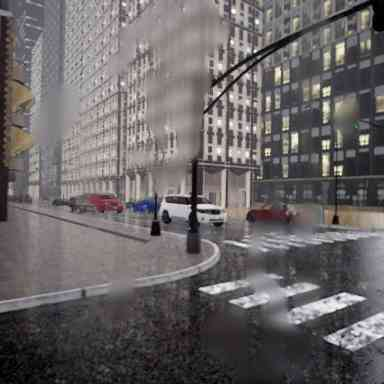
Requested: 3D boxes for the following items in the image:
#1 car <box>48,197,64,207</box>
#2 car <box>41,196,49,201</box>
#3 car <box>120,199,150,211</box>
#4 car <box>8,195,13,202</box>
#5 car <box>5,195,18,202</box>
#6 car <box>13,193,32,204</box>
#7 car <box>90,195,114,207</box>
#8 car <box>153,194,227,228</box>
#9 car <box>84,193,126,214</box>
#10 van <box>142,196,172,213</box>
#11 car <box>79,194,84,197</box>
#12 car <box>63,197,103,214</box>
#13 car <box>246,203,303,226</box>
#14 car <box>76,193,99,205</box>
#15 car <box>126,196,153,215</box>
[{"bbox_3d":[-19.553,1.518,49.790,1.994,1.385,4.181,1,-1,-35],"label":"car"},{"bbox_3d":[-36.773,1.584,83.816,1.802,1.307,4.206,1,-1,-35],"label":"car"},{"bbox_3d":[-7.306,1.598,42.390,2.008,1.369,4.403,2,-1,-35],"label":"car"},{"bbox_3d":[-37.052,1.405,69.754,1.947,1.339,4.313,1,-1,-35],"label":"car"},{"bbox_3d":[-40.325,1.386,74.357,2.008,1.369,4.403,1,-1,-35],"label":"car"},{"bbox_3d":[-30.500,1.163,60.551,2.192,1.841,5.009,1,-1,-35],"label":"car"},{"bbox_3d":[-14.424,1.394,53.132,2.097,1.767,4.553,1,-1,-35],"label":"car"},{"bbox_3d":[-0.085,1.180,22.260,2.150,2.045,5.566,1,-1,-35],"label":"car"},{"bbox_3d":[-9.149,1.149,35.009,2.150,2.045,5.566,1,0,-35],"label":"car"},{"bbox_3d":[-4.028,1.396,37.789,1.690,1.788,3.998,2,-1,-35],"label":"van"},{"bbox_3d":[-19.607,1.501,55.197,1.812,1.442,4.674,1,-1,-35],"label":"car"},{"bbox_3d":[-10.860,1.434,32.931,2.008,1.369,4.403,2,-1,-35],"label":"car"},{"bbox_3d":[5.793,1.519,23.979,1.967,1.590,4.097,2,-1,-35],"label":"car"},{"bbox_3d":[-18.519,1.263,58.882,2.150,2.045,5.566,1,-1,-35],"label":"car"},{"bbox_3d":[-4.597,1.483,34.120,1.882,1.535,5.008,1,-1,-35],"label":"car"}]
